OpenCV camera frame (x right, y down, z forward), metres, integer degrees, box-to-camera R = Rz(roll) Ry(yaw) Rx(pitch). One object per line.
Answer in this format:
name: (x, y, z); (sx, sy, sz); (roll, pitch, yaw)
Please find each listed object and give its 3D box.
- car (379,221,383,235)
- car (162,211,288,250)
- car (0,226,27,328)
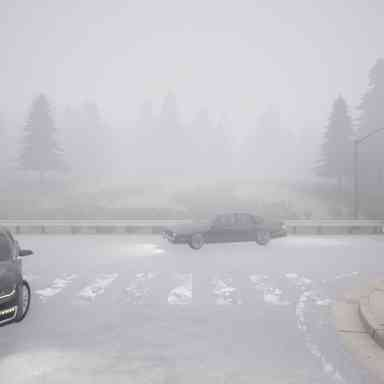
car: (11.241, 1.492, 15.218); (4.902, 1.511, 2.128); (0, 0, 0)
car: (1.461, 1.548, 14.342); (5.357, 1.411, 2.033); (0, 0, -20)
car: (-4.456, 1.505, 6.702); (1.837, 1.490, 4.892); (0, 0, -28)
